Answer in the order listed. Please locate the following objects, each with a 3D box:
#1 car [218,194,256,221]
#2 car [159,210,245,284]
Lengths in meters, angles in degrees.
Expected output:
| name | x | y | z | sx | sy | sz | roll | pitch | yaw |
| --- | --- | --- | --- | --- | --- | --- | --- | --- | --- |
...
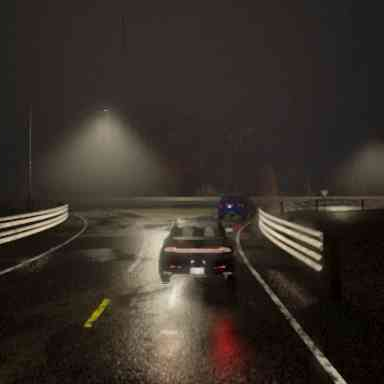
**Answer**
| name | x | y | z | sx | sy | sz | roll | pitch | yaw |
| --- | --- | --- | --- | --- | --- | --- | --- | --- | --- |
| car | 3.831 | 1.209 | 27.623 | 2.150 | 2.045 | 5.566 | 0 | 0 | 22 |
| car | 0.192 | 1.487 | 9.579 | 2.128 | 1.511 | 4.902 | 0 | 0 | 2 |
